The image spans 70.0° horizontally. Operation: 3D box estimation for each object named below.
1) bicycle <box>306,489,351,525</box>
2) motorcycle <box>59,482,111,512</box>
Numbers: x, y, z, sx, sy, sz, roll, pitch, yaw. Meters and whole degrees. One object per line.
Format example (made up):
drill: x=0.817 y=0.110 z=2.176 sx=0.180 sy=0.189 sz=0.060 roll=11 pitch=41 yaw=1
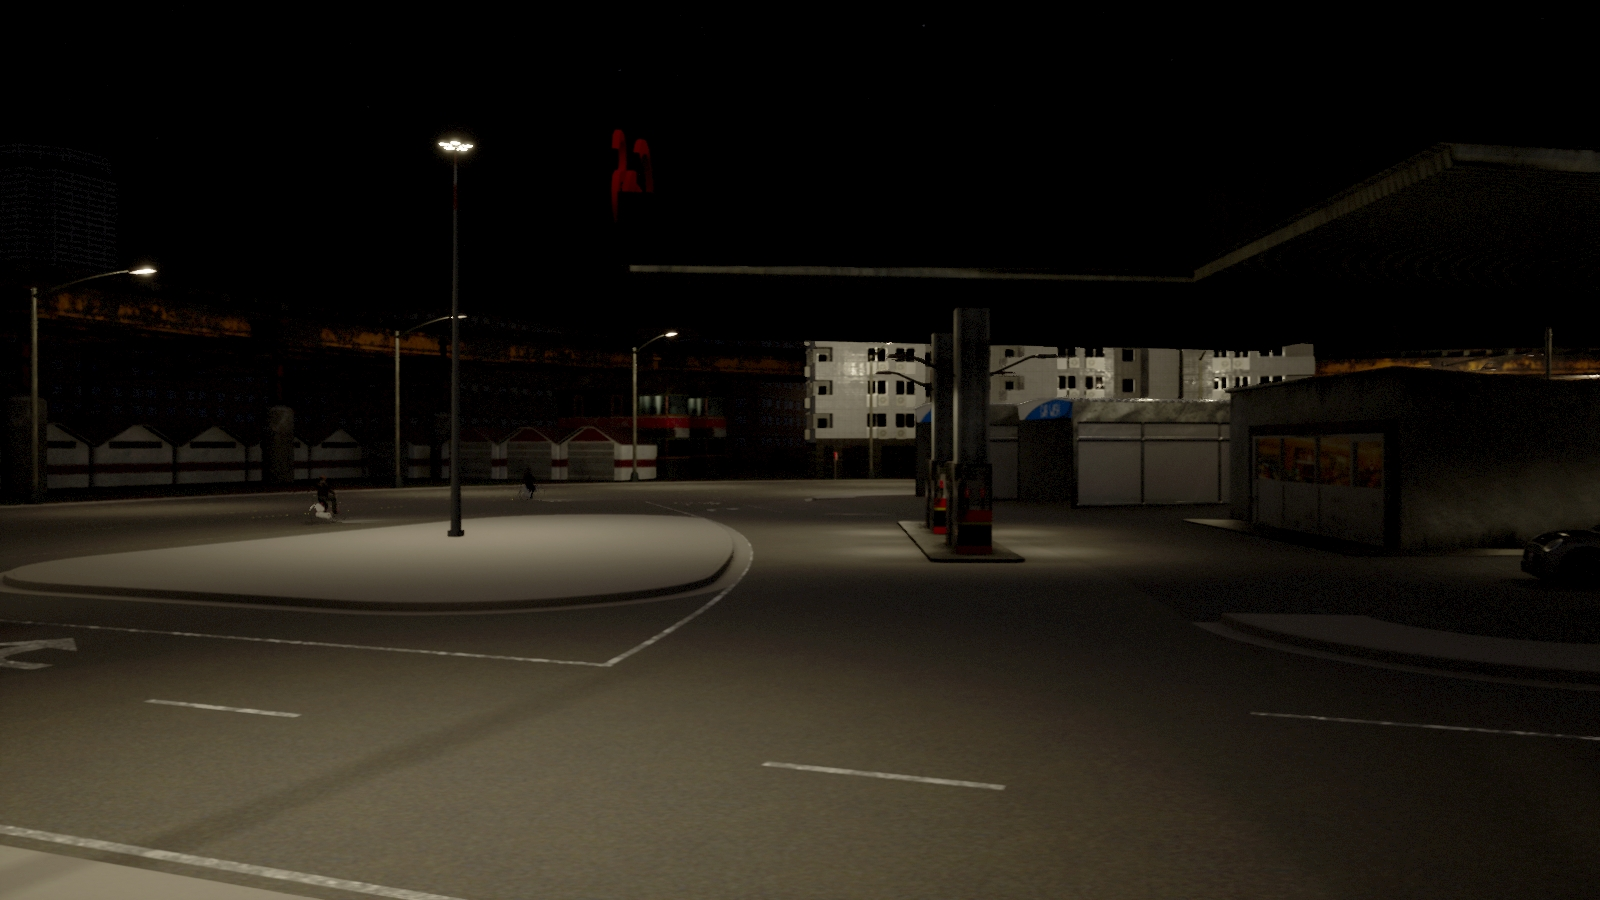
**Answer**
bicycle: x=-17.117 y=2.066 z=41.520 sx=0.329 sy=1.196 sz=1.835 roll=0 pitch=0 yaw=20
motorcycle: x=-30.997 y=2.027 z=49.560 sx=0.856 sy=1.236 sz=1.805 roll=0 pitch=0 yaw=19
